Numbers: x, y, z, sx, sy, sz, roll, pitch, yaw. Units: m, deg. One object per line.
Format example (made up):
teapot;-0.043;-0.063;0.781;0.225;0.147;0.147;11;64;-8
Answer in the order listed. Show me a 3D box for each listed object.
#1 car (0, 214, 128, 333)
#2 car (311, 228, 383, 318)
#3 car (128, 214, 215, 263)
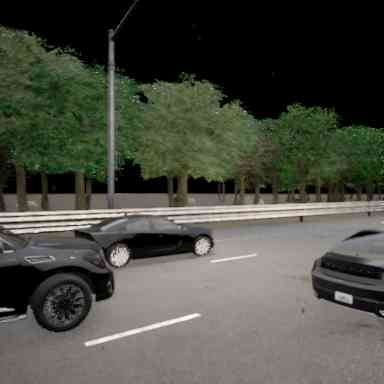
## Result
car;-4.064;1.220;5.147;5.566;2.045;2.150;0;0;-36
car;4.503;1.516;6.954;4.892;1.490;1.837;0;0;-35
car;-1.477;1.484;11.289;5.008;1.535;1.882;0;0;-35
